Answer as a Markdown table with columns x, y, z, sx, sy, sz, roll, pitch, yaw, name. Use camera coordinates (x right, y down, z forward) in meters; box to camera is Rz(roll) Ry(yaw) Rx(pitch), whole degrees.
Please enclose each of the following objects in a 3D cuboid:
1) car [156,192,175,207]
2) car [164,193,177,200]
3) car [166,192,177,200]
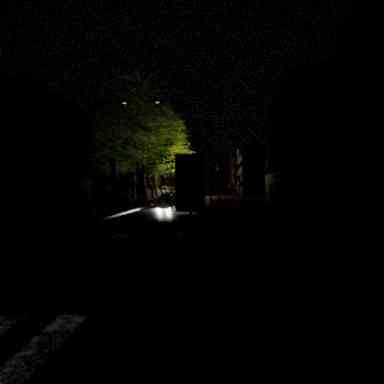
| x | y | z | sx | sy | sz | roll | pitch | yaw | name |
| --- | --- | --- | --- | --- | --- | --- | --- | --- | --- |
| -3.261 | 1.029 | 41.877 | 2.128 | 1.511 | 4.902 | -1 | 1 | 4 | car |
| -4.385 | 0.852 | 68.153 | 2.008 | 1.369 | 4.403 | 1 | 1 | 3 | car |
| -4.301 | 0.809 | 70.125 | 1.752 | 1.417 | 4.829 | 1 | 1 | 3 | car |
